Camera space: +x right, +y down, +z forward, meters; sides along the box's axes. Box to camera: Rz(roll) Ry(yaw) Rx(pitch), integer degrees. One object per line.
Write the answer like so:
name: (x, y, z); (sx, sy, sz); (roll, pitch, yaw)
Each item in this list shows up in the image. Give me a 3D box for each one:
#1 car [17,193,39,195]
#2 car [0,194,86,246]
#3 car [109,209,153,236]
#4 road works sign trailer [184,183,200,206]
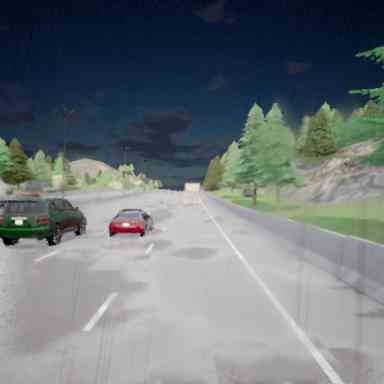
car: (-21.029, 1.155, 42.037); (2.150, 2.045, 5.566); (0, 1, 0)
car: (-6.885, 1.296, 15.915); (2.150, 2.045, 5.566); (0, 0, 0)
car: (-3.383, 1.648, 19.042); (1.994, 1.385, 4.181); (0, 0, 0)
road works sign trailer: (0.071, 0.325, 51.927); (2.380, 3.560, 2.880); (0, 1, -1)
